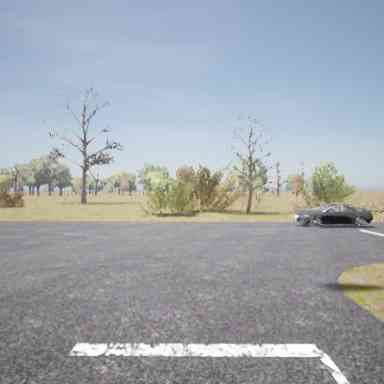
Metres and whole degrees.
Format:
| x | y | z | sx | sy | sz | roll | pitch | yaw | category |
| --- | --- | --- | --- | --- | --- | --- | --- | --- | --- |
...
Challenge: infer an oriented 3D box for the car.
| x | y | z | sx | sy | sz | roll | pitch | yaw | category |
| --- | --- | --- | --- | --- | --- | --- | --- | --- | --- |
| 9.251 | 1.530 | 21.839 | 4.902 | 1.511 | 2.128 | 0 | 0 | -1 | car |
